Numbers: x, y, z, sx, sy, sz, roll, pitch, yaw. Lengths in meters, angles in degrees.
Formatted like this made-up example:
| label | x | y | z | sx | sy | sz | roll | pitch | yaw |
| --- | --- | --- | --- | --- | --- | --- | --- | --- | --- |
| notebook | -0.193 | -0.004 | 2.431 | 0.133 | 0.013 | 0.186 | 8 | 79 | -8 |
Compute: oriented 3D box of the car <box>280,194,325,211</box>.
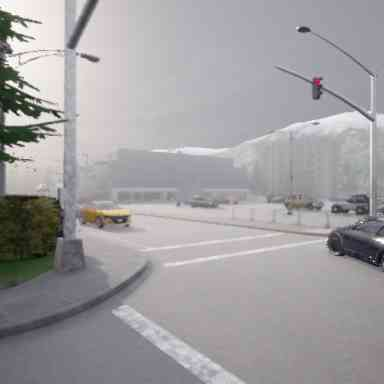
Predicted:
| label | x | y | z | sx | sy | sz | roll | pitch | yaw |
| --- | --- | --- | --- | --- | --- | --- | --- | --- | --- |
| car | 13.157 | 1.201 | 39.250 | 1.932 | 1.855 | 4.605 | 0 | 0 | -36 |

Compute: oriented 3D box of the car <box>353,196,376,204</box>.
| label | x | y | z | sx | sy | sz | roll | pitch | yaw |
| --- | --- | --- | --- | --- | --- | --- | --- | --- | --- |
| car | 35.082 | 1.589 | 67.716 | 1.970 | 1.475 | 3.806 | 0 | 0 | -36 |

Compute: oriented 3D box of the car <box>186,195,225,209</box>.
| label | x | y | z | sx | sy | sz | roll | pitch | yaw |
| --- | --- | --- | --- | --- | --- | --- | --- | --- | --- |
| car | 1.668 | 1.385 | 43.300 | 2.007 | 1.523 | 4.514 | 0 | 0 | -36 |

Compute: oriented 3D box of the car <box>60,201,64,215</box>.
| label | x | y | z | sx | sy | sz | roll | pitch | yaw |
| --- | --- | --- | --- | --- | --- | --- | --- | --- | --- |
| car | -11.207 | 1.387 | 28.631 | 2.033 | 1.411 | 5.357 | 0 | 0 | -35 |

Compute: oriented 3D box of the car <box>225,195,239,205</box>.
| label | x | y | z | sx | sy | sz | roll | pitch | yaw |
| --- | --- | --- | --- | --- | --- | --- | --- | --- | --- |
| car | 5.522 | 1.272 | 55.179 | 2.152 | 1.636 | 5.027 | 0 | 0 | -36 |

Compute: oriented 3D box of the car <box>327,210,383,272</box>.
| label | x | y | z | sx | sy | sz | roll | pitch | yaw |
| --- | --- | --- | --- | --- | --- | --- | --- | --- | --- |
| car | 5.749 | 1.446 | 9.769 | 1.994 | 1.385 | 4.181 | 1 | 1 | -4 |

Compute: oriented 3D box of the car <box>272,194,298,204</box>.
| label | x | y | z | sx | sy | sz | roll | pitch | yaw |
| --- | --- | --- | --- | --- | --- | --- | --- | --- | --- |
| car | 18.008 | 1.260 | 64.707 | 1.932 | 1.855 | 4.605 | 0 | 0 | -36 |

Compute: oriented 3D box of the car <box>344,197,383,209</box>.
| label | x | y | z | sx | sy | sz | roll | pitch | yaw |
| --- | --- | --- | --- | --- | --- | --- | --- | --- | --- |
| car | 23.671 | 1.437 | 45.966 | 2.007 | 1.523 | 4.514 | 0 | 0 | -36 |

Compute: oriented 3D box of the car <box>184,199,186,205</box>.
| label | x | y | z | sx | sy | sz | roll | pitch | yaw |
| --- | --- | --- | --- | --- | --- | --- | --- | --- | --- |
| car | 0.509 | 1.332 | 51.159 | 1.970 | 1.475 | 3.806 | 0 | 0 | -36 |

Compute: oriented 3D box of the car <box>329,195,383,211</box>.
| label | x | y | z | sx | sy | sz | roll | pitch | yaw |
| --- | --- | --- | --- | --- | --- | --- | --- | --- | --- |
| car | 15.100 | 1.169 | 30.947 | 1.905 | 1.878 | 3.866 | 0 | 0 | -36 |

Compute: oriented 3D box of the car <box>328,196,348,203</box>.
| label | x | y | z | sx | sy | sz | roll | pitch | yaw |
| --- | --- | --- | --- | --- | --- | --- | --- | --- | --- |
| car | 33.153 | 1.590 | 75.476 | 1.845 | 1.501 | 3.633 | 0 | 0 | -36 |

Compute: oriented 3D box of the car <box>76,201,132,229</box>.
| label | x | y | z | sx | sy | sz | roll | pitch | yaw |
| --- | --- | --- | --- | --- | --- | --- | --- | --- | --- |
| car | -5.458 | 1.314 | 20.612 | 1.882 | 1.535 | 5.008 | 0 | 0 | -36 |

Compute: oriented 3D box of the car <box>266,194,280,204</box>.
| label | x | y | z | sx | sy | sz | roll | pitch | yaw |
| --- | --- | --- | --- | --- | --- | --- | --- | --- | --- |
| car | 15.894 | 1.231 | 62.671 | 1.905 | 1.878 | 3.866 | 0 | 0 | -36 |
